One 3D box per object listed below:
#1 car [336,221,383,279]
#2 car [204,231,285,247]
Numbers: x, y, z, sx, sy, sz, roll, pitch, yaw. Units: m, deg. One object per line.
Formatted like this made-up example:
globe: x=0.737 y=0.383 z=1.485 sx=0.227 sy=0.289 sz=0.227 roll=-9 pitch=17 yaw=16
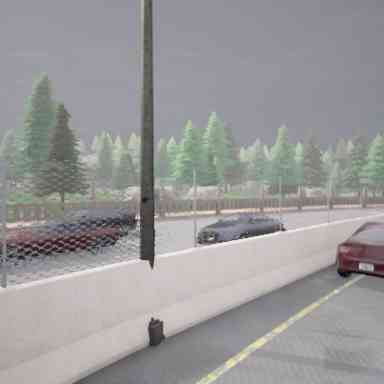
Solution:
car: x=5.507 y=1.512 z=9.112 sx=1.812 sy=1.442 sz=4.674 roll=0 pitch=0 yaw=44
car: x=2.104 y=1.552 z=13.778 sx=4.181 sy=1.385 sz=1.994 roll=0 pitch=0 yaw=-45
